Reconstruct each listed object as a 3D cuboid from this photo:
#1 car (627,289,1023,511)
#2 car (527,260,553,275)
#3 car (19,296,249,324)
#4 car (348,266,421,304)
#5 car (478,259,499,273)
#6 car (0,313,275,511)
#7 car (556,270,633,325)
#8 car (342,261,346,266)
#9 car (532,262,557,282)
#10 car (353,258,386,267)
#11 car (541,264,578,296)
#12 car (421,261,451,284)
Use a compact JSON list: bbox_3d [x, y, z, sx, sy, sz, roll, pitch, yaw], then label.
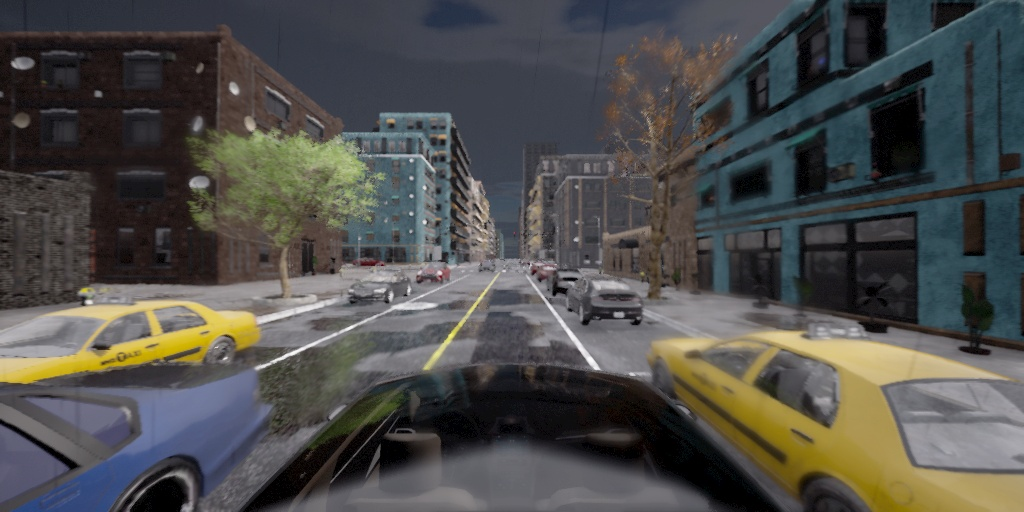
[{"bbox_3d":[2.753,1.276,3.334,1.751,1.417,4.829,0,0,0],"label":"car"},{"bbox_3d":[2.816,1.307,37.103,1.888,1.381,4.507,0,0,0],"label":"car"},{"bbox_3d":[-5.758,1.276,4.945,1.751,1.417,4.829,0,0,0],"label":"car"},{"bbox_3d":[-5.813,1.303,16.180,2.007,1.370,4.403,0,0,0],"label":"car"},{"bbox_3d":[-3.007,1.367,44.254,1.994,1.385,4.181,0,0,0],"label":"car"},{"bbox_3d":[-3.099,1.297,0.900,2.033,1.411,5.357,0,0,0],"label":"car"},{"bbox_3d":[2.792,1.302,11.555,2.007,1.370,4.403,0,0,0],"label":"car"},{"bbox_3d":[-25.698,0.824,50.439,4.507,1.381,1.888,0,0,-1],"label":"car"},{"bbox_3d":[2.818,1.339,28.101,1.802,1.307,4.207,0,0,0],"label":"car"},{"bbox_3d":[-20.016,0.930,50.416,4.507,1.381,1.888,0,0,-1],"label":"car"},{"bbox_3d":[2.819,1.320,19.100,1.948,1.339,4.313,0,0,0],"label":"car"},{"bbox_3d":[-5.822,1.196,26.999,1.967,1.591,4.097,0,0,0],"label":"car"}]
